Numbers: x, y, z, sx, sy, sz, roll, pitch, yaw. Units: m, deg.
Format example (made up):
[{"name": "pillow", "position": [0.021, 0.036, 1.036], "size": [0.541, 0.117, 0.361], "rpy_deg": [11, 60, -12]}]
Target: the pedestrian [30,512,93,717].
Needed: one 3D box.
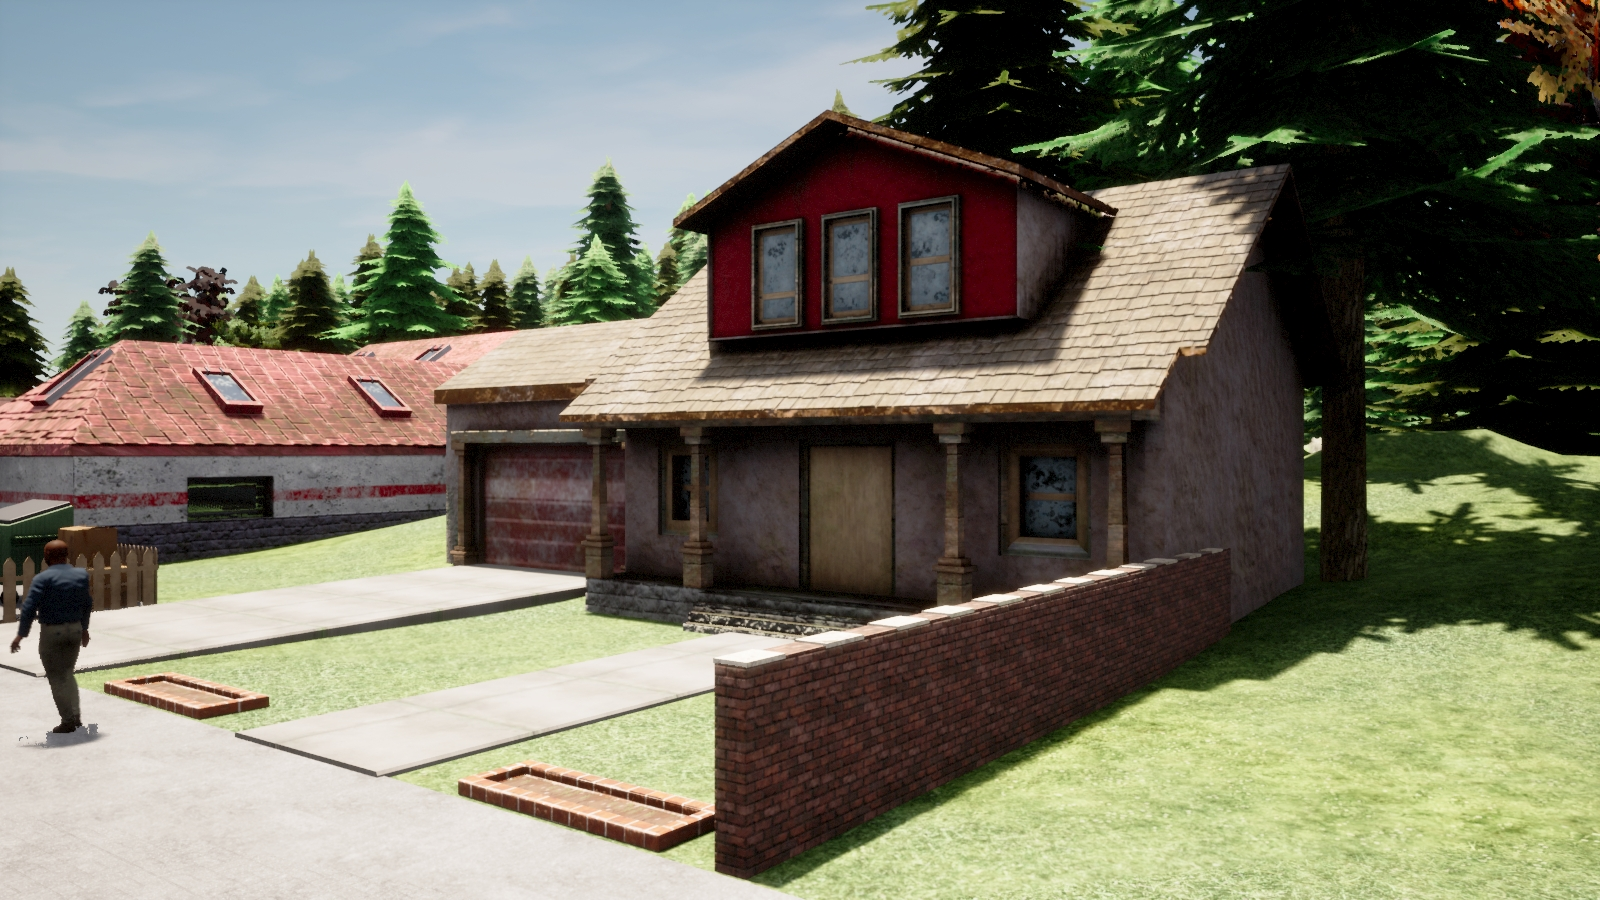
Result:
[{"name": "pedestrian", "position": [-6.964, 1.524, 10.773], "size": [0.375, 1.860, 0.375], "rpy_deg": [0, 0, 31]}]
